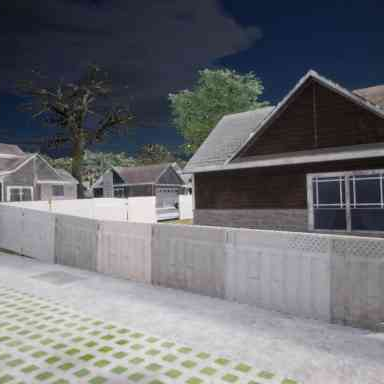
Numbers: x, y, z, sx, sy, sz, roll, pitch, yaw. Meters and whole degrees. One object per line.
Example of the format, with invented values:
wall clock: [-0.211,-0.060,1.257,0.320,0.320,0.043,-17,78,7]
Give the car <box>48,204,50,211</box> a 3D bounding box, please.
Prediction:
car: [-11.186,1.403,22.316,1.882,1.535,5.008,-3,-1,36]

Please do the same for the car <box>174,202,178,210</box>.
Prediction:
car: [0.015,1.294,37.634,1.895,1.301,4.718,-3,-1,36]
